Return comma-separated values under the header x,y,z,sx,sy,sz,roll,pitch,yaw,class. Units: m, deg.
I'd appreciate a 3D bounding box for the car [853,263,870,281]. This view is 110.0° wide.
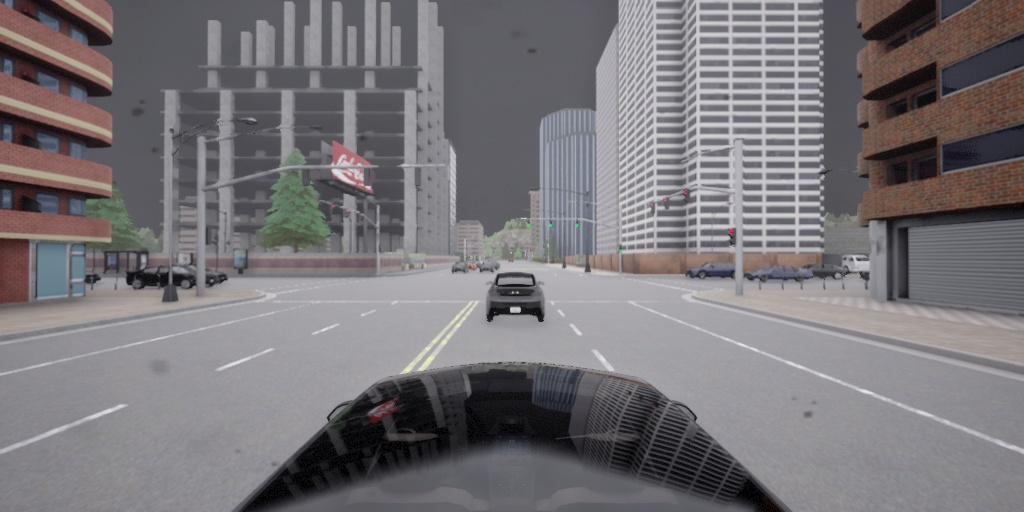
x,y,z,sx,sy,sz,roll,pitch,yaw,class
32.664,1.507,30.870,4.181,1.385,1.994,0,0,0,car

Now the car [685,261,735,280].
x,y,z,sx,sy,sz,roll,pitch,yaw,class
19.156,1.316,34.356,4.553,1.767,2.097,0,0,0,car

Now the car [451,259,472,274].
x,y,z,sx,sy,sz,roll,pitch,yaw,class
-6.951,1.556,48.378,1.837,1.490,4.892,0,0,0,car

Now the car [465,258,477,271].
x,y,z,sx,sy,sz,roll,pitch,yaw,class
-6.910,1.463,57.585,2.097,1.767,4.553,0,0,0,car

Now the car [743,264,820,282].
x,y,z,sx,sy,sz,roll,pitch,yaw,class
22.752,1.489,30.863,5.357,1.411,2.033,0,0,0,car

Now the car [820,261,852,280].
x,y,z,sx,sy,sz,roll,pitch,yaw,class
29.005,1.470,34.367,4.892,1.490,1.837,0,0,0,car

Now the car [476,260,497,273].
x,y,z,sx,sy,sz,roll,pitch,yaw,class
-3.445,1.566,49.914,1.837,1.490,4.892,0,0,0,car

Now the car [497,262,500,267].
x,y,z,sx,sy,sz,roll,pitch,yaw,class
-3.396,1.479,60.039,2.097,1.767,4.553,0,0,0,car

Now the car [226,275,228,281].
x,y,z,sx,sy,sz,roll,pitch,yaw,class
-24.260,1.416,27.058,4.892,1.490,1.837,0,0,0,car

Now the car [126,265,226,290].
x,y,z,sx,sy,sz,roll,pitch,yaw,class
-22.229,1.366,23.563,5.008,1.535,1.882,0,0,0,car

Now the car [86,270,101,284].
x,y,z,sx,sy,sz,roll,pitch,yaw,class
-34.101,1.415,27.038,4.892,1.490,1.837,0,0,0,car

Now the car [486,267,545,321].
x,y,z,sx,sy,sz,roll,pitch,yaw,class
0.118,1.328,12.860,1.837,1.490,4.892,0,0,0,car
